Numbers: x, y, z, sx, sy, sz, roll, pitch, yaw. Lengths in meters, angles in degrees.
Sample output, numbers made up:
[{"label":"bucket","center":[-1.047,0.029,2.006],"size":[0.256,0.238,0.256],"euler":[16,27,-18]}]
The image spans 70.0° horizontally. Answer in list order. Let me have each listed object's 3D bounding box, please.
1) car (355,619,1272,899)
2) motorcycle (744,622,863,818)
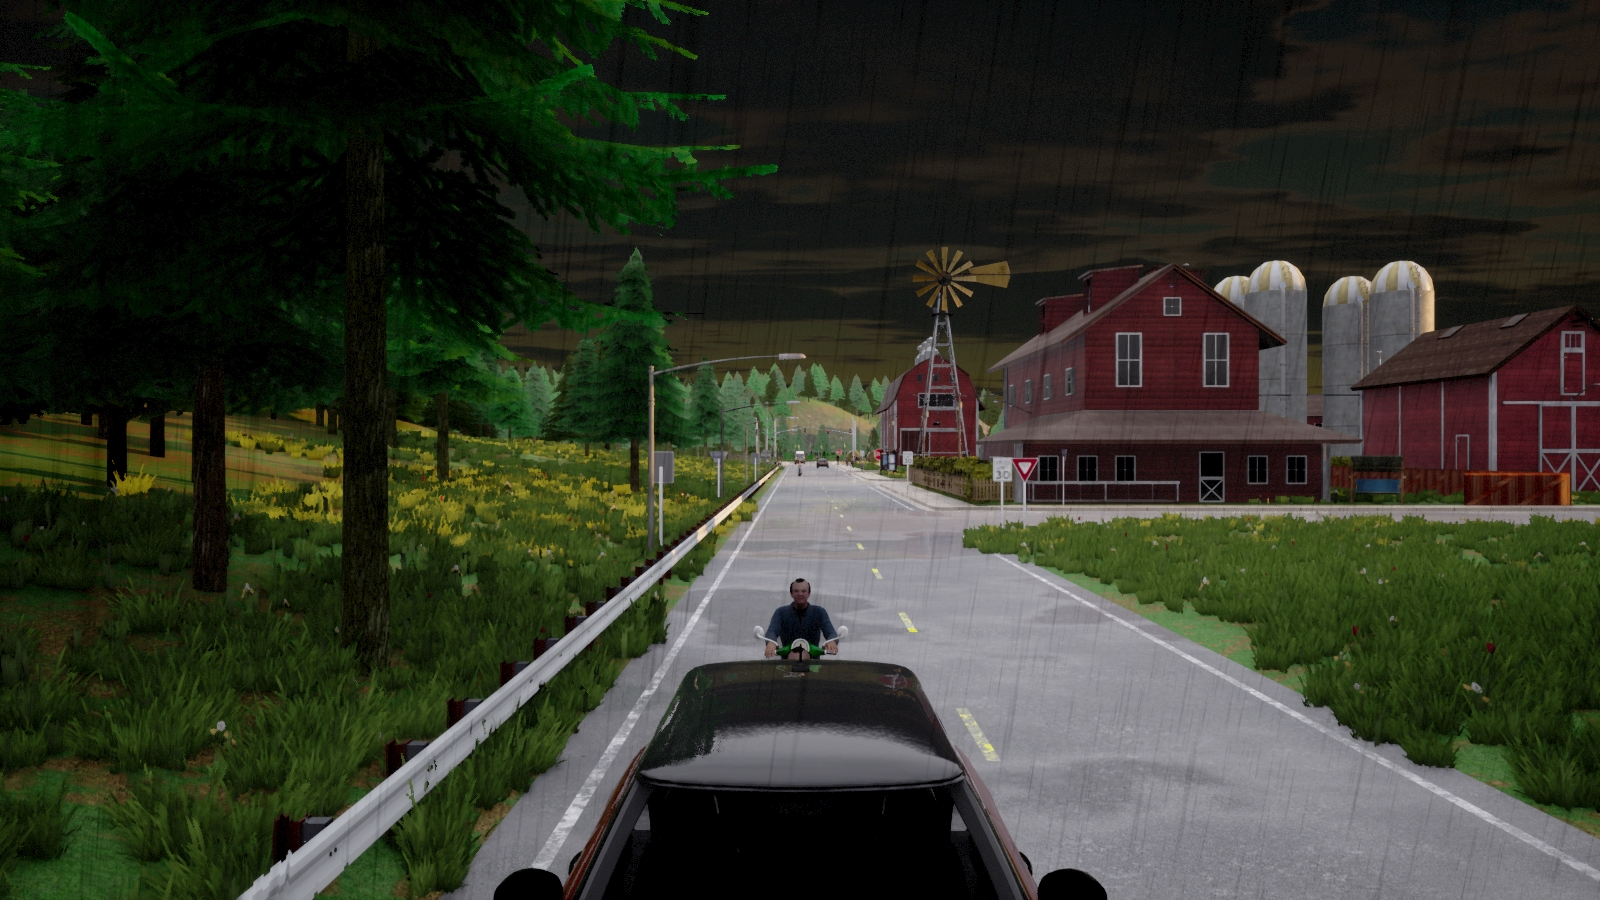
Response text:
[{"label":"car","center":[0.032,1.899,4.503],"size":[2.097,1.767,4.553],"euler":[0,0,0]},{"label":"motorcycle","center":[0.027,2.229,9.842],"size":[0.867,1.251,2.209],"euler":[-2,-3,0]}]
